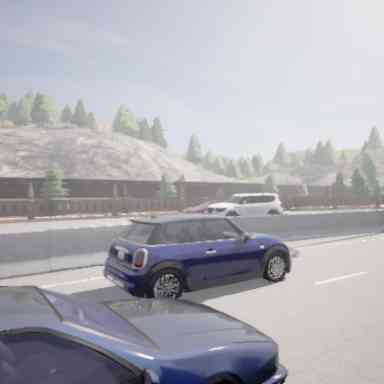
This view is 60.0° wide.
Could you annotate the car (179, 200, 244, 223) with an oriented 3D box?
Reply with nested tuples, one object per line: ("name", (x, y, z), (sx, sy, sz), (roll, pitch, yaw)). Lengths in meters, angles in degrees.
("car", (1.491, 1.414, 25.148), (4.674, 1.442, 1.812), (0, 0, -27))

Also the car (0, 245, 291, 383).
("car", (-1.658, 1.547, 2.544), (5.357, 1.411, 2.033), (-1, 0, -35))

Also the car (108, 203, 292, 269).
("car", (0.302, 1.312, 8.057), (4.553, 1.767, 2.097), (-1, 0, -33))

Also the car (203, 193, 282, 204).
("car", (3.542, 1.106, 22.326), (5.566, 2.045, 2.150), (0, 0, -27))
